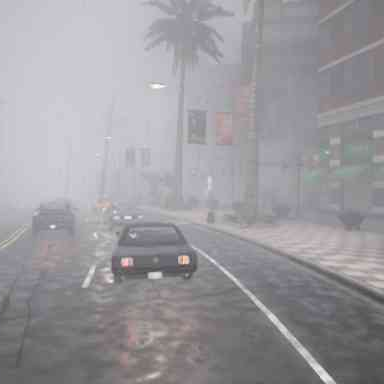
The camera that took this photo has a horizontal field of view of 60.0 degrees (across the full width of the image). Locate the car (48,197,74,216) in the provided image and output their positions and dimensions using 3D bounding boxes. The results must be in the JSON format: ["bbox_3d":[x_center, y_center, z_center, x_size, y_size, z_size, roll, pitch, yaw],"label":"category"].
[{"bbox_3d":[-11.297,1.162,28.846,1.994,1.385,4.181,0,1,-20],"label":"car"}]

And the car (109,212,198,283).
[{"bbox_3d":[-1.176,1.471,9.304,1.895,1.301,4.718,0,1,-10],"label":"car"}]

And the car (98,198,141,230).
[{"bbox_3d":[-3.978,1.284,18.973,2.033,1.411,5.357,0,1,-19],"label":"car"}]

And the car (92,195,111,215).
[{"bbox_3d":[-7.567,1.059,28.594,1.801,1.575,5.366,0,1,-20],"label":"car"}]

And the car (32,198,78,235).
[{"bbox_3d":[-7.045,1.263,17.224,1.837,1.490,4.892,0,1,-19],"label":"car"}]
